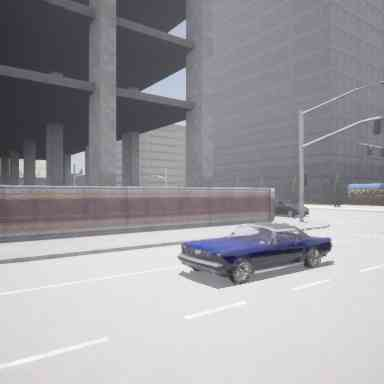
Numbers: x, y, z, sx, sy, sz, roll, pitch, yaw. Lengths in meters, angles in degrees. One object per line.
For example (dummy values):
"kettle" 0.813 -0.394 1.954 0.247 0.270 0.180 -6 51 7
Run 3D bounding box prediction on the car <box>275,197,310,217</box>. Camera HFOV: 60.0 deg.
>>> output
"car" 8.522 1.505 30.851 1.837 1.490 4.892 0 0 -35

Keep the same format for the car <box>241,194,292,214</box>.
"car" 8.195 1.221 37.309 2.150 2.045 5.566 0 0 -36

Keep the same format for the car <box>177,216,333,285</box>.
"car" 1.948 1.601 9.673 4.718 1.301 1.895 0 0 -35
